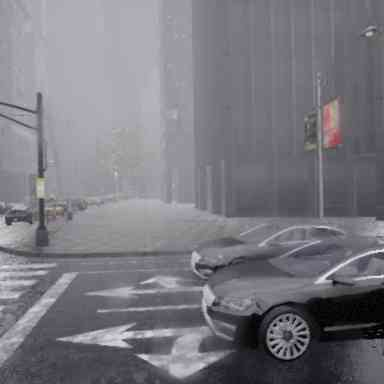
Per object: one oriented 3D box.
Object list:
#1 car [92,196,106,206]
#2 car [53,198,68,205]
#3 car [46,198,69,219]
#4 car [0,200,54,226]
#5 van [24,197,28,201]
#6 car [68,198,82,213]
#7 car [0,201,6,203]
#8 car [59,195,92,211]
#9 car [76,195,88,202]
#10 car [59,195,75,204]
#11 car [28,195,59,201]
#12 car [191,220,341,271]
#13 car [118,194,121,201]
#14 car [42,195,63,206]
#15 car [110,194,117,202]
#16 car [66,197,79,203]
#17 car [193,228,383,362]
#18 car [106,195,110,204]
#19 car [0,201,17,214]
[{"bbox_3d":[-16.194,1.619,56.564,1.752,1.417,4.829,-1,0,-8],"label":"car"},{"bbox_3d":[-26.115,1.838,66.152,1.887,1.381,4.507,-1,0,-8],"label":"car"},{"bbox_3d":[-12.440,1.545,29.255,1.752,1.417,4.829,-1,0,-8],"label":"car"},{"bbox_3d":[-11.666,1.555,23.626,2.008,1.369,4.403,-1,0,-8],"label":"car"},{"bbox_3d":[-23.867,1.589,49.769,1.690,1.788,3.998,-1,0,-8],"label":"van"},{"bbox_3d":[-13.167,1.584,34.549,2.008,1.369,4.403,-1,0,-8],"label":"car"},{"bbox_3d":[-18.694,1.671,31.753,1.812,1.442,4.674,-1,0,-8],"label":"car"},{"bbox_3d":[-13.922,1.363,40.010,2.192,1.841,5.009,-1,0,-8],"label":"car"},{"bbox_3d":[-29.123,1.671,87.997,2.192,1.841,5.009,-1,0,-8],"label":"car"},{"bbox_3d":[-26.870,1.623,71.614,2.192,1.841,5.009,-1,0,-8],"label":"car"},{"bbox_3d":[-20.771,1.410,47.238,2.150,2.045,5.566,-1,0,-7],"label":"car"},{"bbox_3d":[2.435,1.520,8.746,4.902,1.511,2.128,0,0,-11],"label":"car"},{"bbox_3d":[-19.929,1.485,83.704,2.192,1.841,5.009,-1,0,-8],"label":"car"},{"bbox_3d":[-25.369,1.593,60.691,2.192,1.841,5.009,-1,0,-8],"label":"car"},{"bbox_3d":[-19.176,1.594,78.243,1.967,1.590,4.097,-1,0,-8],"label":"car"},{"bbox_3d":[-27.616,1.890,77.075,1.947,1.339,4.313,-1,0,-8],"label":"car"},{"bbox_3d":[2.628,1.506,5.438,4.902,1.511,2.128,0,0,-7],"label":"car"},{"bbox_3d":[-16.923,1.548,61.858,1.967,1.590,4.097,-1,0,-8],"label":"car"},{"bbox_3d":[-22.361,1.784,38.846,1.947,1.339,4.313,-1,0,-8],"label":"car"}]
